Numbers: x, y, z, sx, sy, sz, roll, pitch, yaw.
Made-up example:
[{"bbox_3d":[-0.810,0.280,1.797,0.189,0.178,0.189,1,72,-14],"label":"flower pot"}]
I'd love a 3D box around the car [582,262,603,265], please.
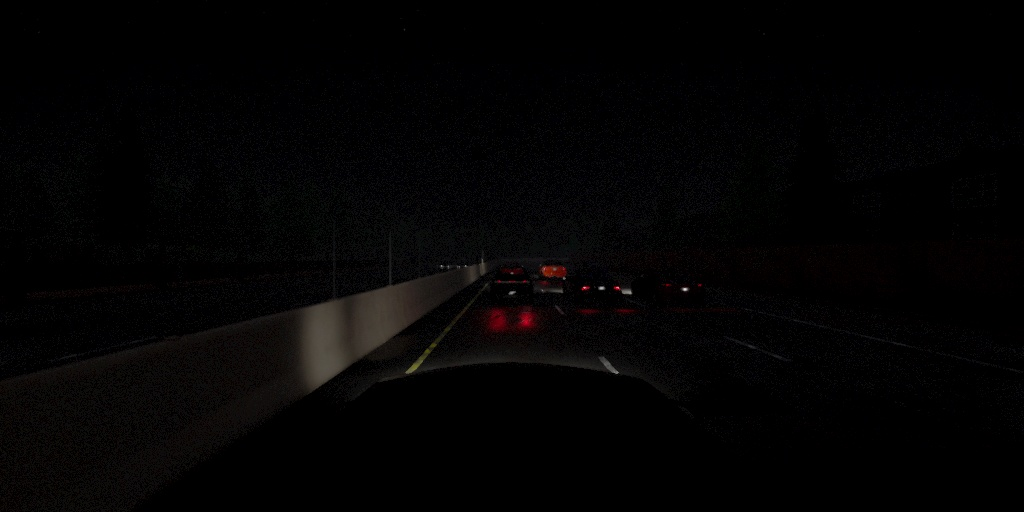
[{"bbox_3d":[7.000,1.232,31.500,1.882,1.535,5.008,0,0,0],"label":"car"}]

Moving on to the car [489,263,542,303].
[{"bbox_3d":[0.000,1.242,16.500,2.128,1.511,4.902,0,0,0],"label":"car"}]

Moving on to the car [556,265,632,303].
[{"bbox_3d":[3.500,1.310,16.500,2.033,1.411,5.357,0,0,0],"label":"car"}]

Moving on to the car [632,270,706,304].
[{"bbox_3d":[7.000,1.320,16.500,1.994,1.385,4.181,0,0,0],"label":"car"}]

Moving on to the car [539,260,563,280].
[{"bbox_3d":[3.500,1.114,31.470,2.097,1.767,4.553,0,0,0],"label":"car"}]
